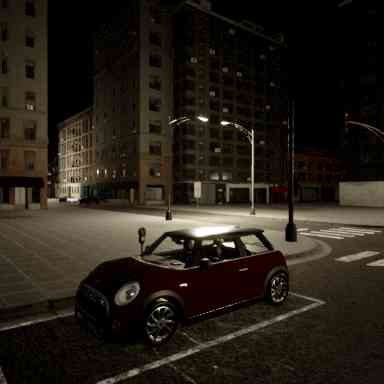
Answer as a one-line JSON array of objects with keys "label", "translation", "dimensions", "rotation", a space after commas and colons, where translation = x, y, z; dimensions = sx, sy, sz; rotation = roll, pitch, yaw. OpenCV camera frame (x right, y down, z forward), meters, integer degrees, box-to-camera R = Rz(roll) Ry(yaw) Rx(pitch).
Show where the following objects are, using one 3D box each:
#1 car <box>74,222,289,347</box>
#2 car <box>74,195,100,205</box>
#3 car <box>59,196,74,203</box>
[{"label": "car", "translation": [-0.043, 1.440, 6.273], "dimensions": [4.097, 1.590, 1.967], "rotation": [0, 0, -38]}, {"label": "car", "translation": [-15.838, 1.219, 51.154], "dimensions": [2.128, 1.511, 4.902], "rotation": [0, 0, -38]}, {"label": "car", "translation": [-22.162, 1.273, 59.253], "dimensions": [1.895, 1.301, 4.718], "rotation": [0, 0, -39]}]
